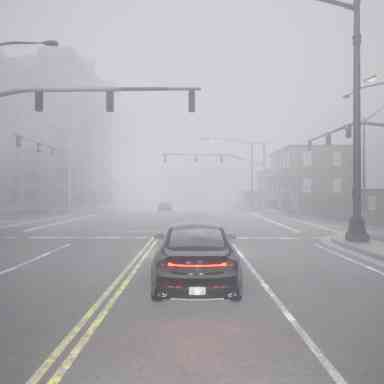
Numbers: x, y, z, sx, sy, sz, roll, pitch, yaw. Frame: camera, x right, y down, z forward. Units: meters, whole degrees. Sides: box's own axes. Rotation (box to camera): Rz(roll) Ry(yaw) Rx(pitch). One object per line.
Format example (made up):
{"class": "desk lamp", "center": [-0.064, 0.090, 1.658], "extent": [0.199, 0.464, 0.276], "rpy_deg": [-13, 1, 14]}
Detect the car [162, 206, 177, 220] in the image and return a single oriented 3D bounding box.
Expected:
{"class": "car", "center": [-3.645, 3.520, 54.947], "extent": [2.128, 1.511, 4.902], "rpy_deg": [0, -12, 0]}

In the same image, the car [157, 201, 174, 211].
{"class": "car", "center": [-3.644, 2.064, 45.539], "extent": [1.837, 1.490, 4.892], "rpy_deg": [0, -5, 0]}

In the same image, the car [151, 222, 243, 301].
{"class": "car", "center": [0.092, 1.504, 8.304], "extent": [1.837, 1.490, 4.892], "rpy_deg": [0, 0, 0]}
